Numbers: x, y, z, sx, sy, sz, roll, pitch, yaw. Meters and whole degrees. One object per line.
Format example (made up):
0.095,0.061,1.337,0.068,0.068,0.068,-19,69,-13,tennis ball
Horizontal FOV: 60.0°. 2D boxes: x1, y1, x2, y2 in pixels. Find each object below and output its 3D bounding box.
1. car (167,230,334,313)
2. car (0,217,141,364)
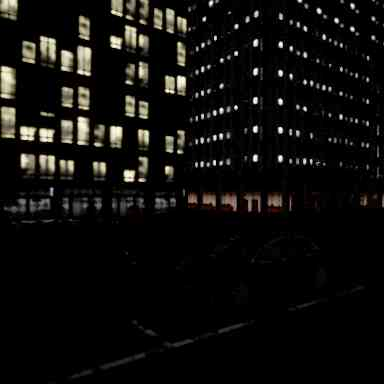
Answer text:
1.508,1.596,7.638,4.403,1.369,2.008,1,0,-36,car
-3.105,1.314,4.347,5.009,1.841,2.192,1,0,-36,car
